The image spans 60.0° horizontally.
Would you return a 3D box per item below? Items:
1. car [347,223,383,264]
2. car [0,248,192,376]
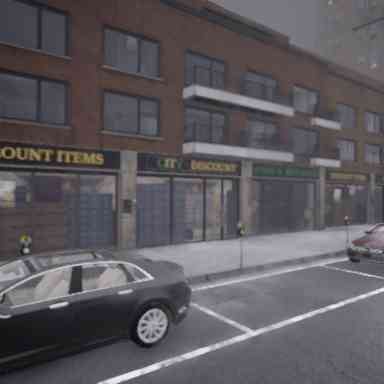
[{"bbox_3d":[6.933,1.680,11.150,4.206,1.307,1.802,1,0,-36],"label":"car"},{"bbox_3d":[-2.045,1.559,4.730,4.403,1.369,2.008,1,0,-36],"label":"car"}]
